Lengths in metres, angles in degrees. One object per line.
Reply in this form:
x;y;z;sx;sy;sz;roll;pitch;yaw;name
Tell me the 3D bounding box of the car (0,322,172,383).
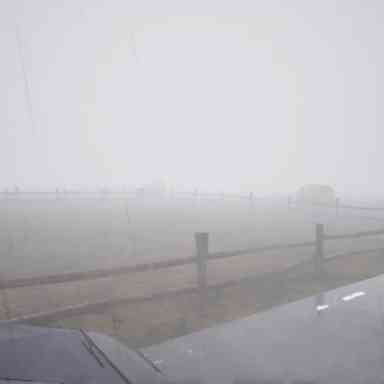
-2.015;1.567;1.634;4.181;1.385;1.994;0;0;-36;car
